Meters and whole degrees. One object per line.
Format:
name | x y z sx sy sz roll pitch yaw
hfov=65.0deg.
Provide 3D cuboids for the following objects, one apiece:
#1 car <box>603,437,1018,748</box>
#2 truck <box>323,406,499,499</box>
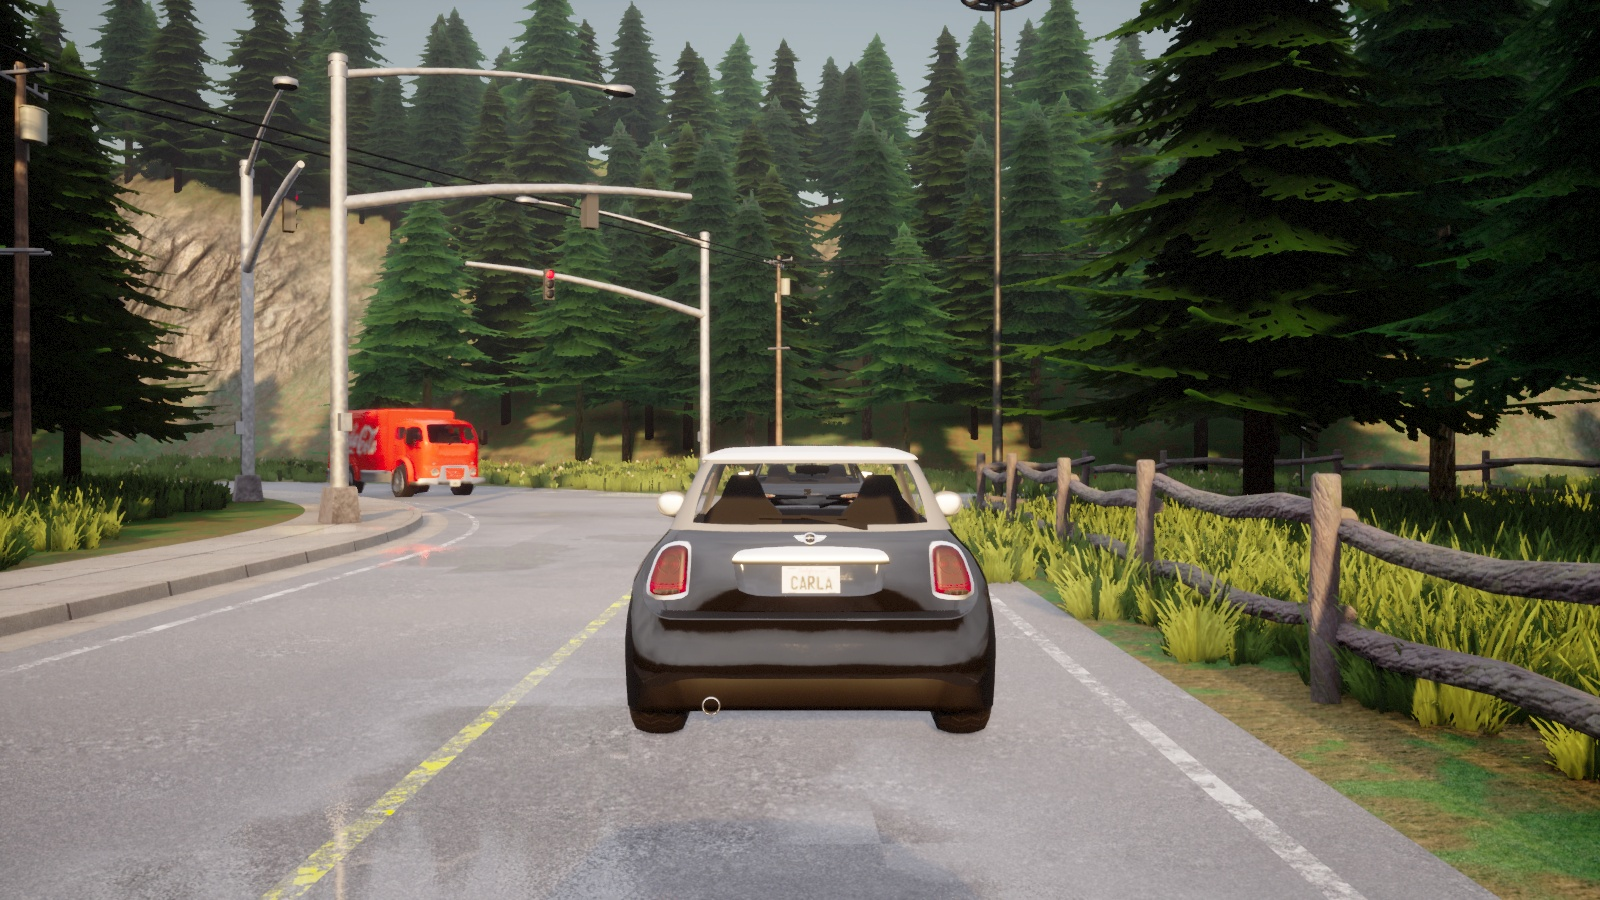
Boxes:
car | 0.058 0.668 7.864 1.970 1.475 3.806 0 0 0
truck | -11.186 0.046 35.883 5.204 2.467 2.627 1 0 44
